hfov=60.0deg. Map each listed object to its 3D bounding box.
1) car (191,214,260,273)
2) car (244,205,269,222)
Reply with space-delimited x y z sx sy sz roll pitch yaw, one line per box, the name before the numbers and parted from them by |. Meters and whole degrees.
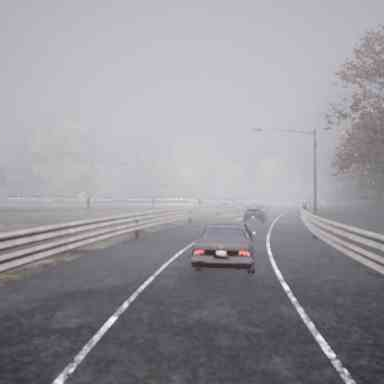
car | 1.162 1.689 11.233 2.033 1.411 5.357 0 -1 9
car | 5.889 1.925 30.502 1.837 1.490 4.892 0 -1 17
